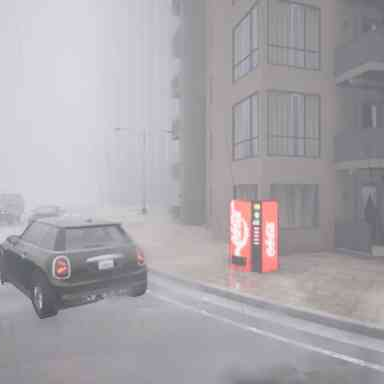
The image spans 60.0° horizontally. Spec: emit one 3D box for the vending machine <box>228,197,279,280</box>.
[{"bbox_3d":[1.700,1.195,9.166,1.100,2.100,0.880,0,0,-42],"label":"vending machine"}]

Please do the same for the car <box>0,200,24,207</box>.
[{"bbox_3d":[-13.692,1.526,24.019,1.812,1.442,4.674,0,0,-18],"label":"car"}]

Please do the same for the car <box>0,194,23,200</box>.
[{"bbox_3d":[-19.542,1.221,35.218,2.150,2.045,5.566,0,0,-42],"label":"car"}]

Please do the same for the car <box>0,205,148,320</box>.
[{"bbox_3d":[-2.963,1.352,7.723,2.097,1.767,4.553,0,0,-41],"label":"car"}]

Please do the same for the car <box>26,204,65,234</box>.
[{"bbox_3d":[-8.769,1.526,20.287,1.812,1.442,4.674,0,0,-19],"label":"car"}]
